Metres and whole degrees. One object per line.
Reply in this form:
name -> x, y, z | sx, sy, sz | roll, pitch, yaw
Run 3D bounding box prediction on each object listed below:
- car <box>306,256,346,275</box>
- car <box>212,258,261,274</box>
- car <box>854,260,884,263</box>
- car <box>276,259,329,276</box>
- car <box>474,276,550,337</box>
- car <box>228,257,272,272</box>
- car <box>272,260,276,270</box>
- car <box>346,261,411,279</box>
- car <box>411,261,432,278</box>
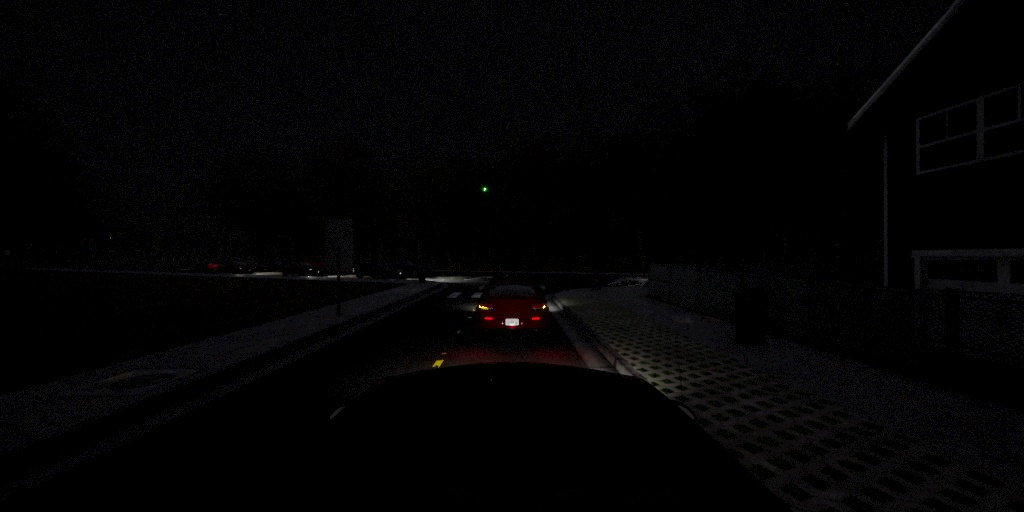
car -> -20.253, 0.987, 39.096 | 5.566, 2.045, 2.150 | 0, 0, 23
car -> -30.845, 1.289, 40.147 | 4.674, 1.442, 1.812 | 0, 0, 23
car -> 24.444, 1.175, 23.554 | 5.008, 1.535, 1.882 | 0, 0, 23
car -> -20.971, 1.279, 35.866 | 4.674, 1.442, 1.812 | 0, 0, 24
car -> 0.009, 1.276, 10.130 | 1.812, 1.442, 4.674 | 0, 0, 0
car -> -32.643, 1.254, 44.470 | 5.008, 1.535, 1.882 | 0, 0, 24
car -> -34.826, 1.326, 52.628 | 4.674, 1.442, 1.812 | 0, 0, 24
car -> -11.891, 1.234, 31.946 | 4.902, 1.511, 2.128 | 0, 0, 23
car -> -10.050, 1.230, 34.688 | 5.008, 1.535, 1.882 | 0, 0, 25
